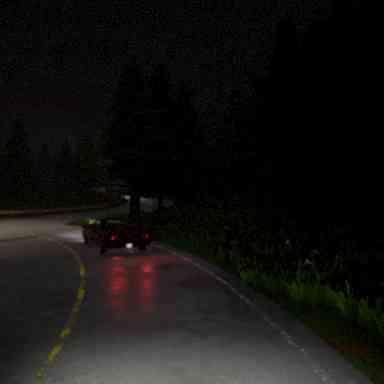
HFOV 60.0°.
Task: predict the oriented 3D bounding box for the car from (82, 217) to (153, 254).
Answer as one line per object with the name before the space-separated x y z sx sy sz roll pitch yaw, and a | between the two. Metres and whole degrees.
car | -3.432 1.742 14.455 1.895 1.301 4.718 0 -1 -29

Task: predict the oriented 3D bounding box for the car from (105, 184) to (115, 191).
car | -19.175 -1.071 77.196 2.128 1.511 4.902 0 4 -15

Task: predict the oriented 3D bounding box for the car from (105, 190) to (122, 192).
car | -15.061 -0.172 64.741 2.128 1.511 4.902 1 3 -41
